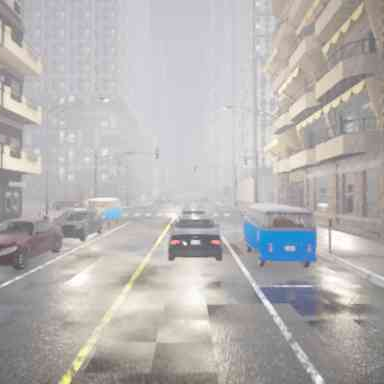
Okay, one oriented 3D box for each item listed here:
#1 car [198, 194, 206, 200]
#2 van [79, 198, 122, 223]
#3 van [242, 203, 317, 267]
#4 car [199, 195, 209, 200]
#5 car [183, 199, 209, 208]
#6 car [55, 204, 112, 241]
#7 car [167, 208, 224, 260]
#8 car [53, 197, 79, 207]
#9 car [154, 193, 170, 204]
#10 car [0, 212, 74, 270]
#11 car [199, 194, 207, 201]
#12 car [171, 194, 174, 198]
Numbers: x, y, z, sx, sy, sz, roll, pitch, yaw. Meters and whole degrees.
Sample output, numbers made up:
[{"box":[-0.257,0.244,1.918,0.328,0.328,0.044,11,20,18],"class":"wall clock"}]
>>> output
[{"box":[2.706,1.366,88.057,1.947,1.339,4.313,1,0,0],"class":"car"},{"box":[-5.809,1.291,22.045,1.690,1.788,3.998,1,0,0],"class":"van"},{"box":[2.708,1.316,11.017,1.690,1.788,3.998,1,0,0],"class":"van"},{"box":[2.705,1.419,71.324,1.802,1.307,4.206,1,0,0],"class":"car"},{"box":[0.100,1.493,23.984,2.033,1.411,5.357,0,0,0],"class":"car"},{"box":[-5.643,1.529,16.504,1.947,1.339,4.313,1,0,0],"class":"car"},{"box":[0.100,1.519,12.261,2.033,1.411,5.357,0,0,0],"class":"car"},{"box":[-16.490,1.396,44.692,4.097,1.590,1.967,0,-1,0],"class":"car"},{"box":[-5.673,1.303,60.111,1.967,1.590,4.097,1,0,0],"class":"car"},{"box":[-5.644,1.557,10.965,1.802,1.307,4.206,1,0,0],"class":"car"},{"box":[2.707,1.337,82.649,1.752,1.417,4.829,1,0,0],"class":"car"},{"box":[-5.670,1.153,71.262,2.192,1.841,5.009,1,0,0],"class":"car"}]
